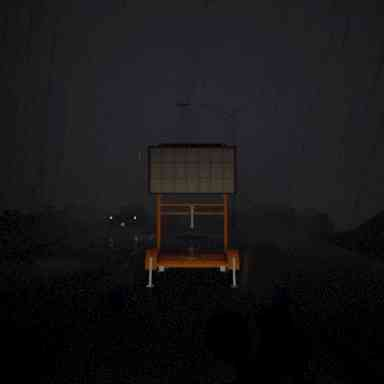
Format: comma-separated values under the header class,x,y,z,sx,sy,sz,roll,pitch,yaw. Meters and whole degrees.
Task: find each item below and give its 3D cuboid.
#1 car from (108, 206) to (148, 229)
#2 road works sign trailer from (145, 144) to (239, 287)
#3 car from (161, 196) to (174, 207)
class,x,y,z,sx,sy,sz,roll,pitch,yaw
car,-4.081,1.600,21.855,1.895,1.301,4.718,0,0,0
road works sign trailer,0.009,0.464,9.270,2.380,3.560,2.880,0,0,0
car,-4.040,1.350,52.344,2.097,1.767,4.553,0,0,0
